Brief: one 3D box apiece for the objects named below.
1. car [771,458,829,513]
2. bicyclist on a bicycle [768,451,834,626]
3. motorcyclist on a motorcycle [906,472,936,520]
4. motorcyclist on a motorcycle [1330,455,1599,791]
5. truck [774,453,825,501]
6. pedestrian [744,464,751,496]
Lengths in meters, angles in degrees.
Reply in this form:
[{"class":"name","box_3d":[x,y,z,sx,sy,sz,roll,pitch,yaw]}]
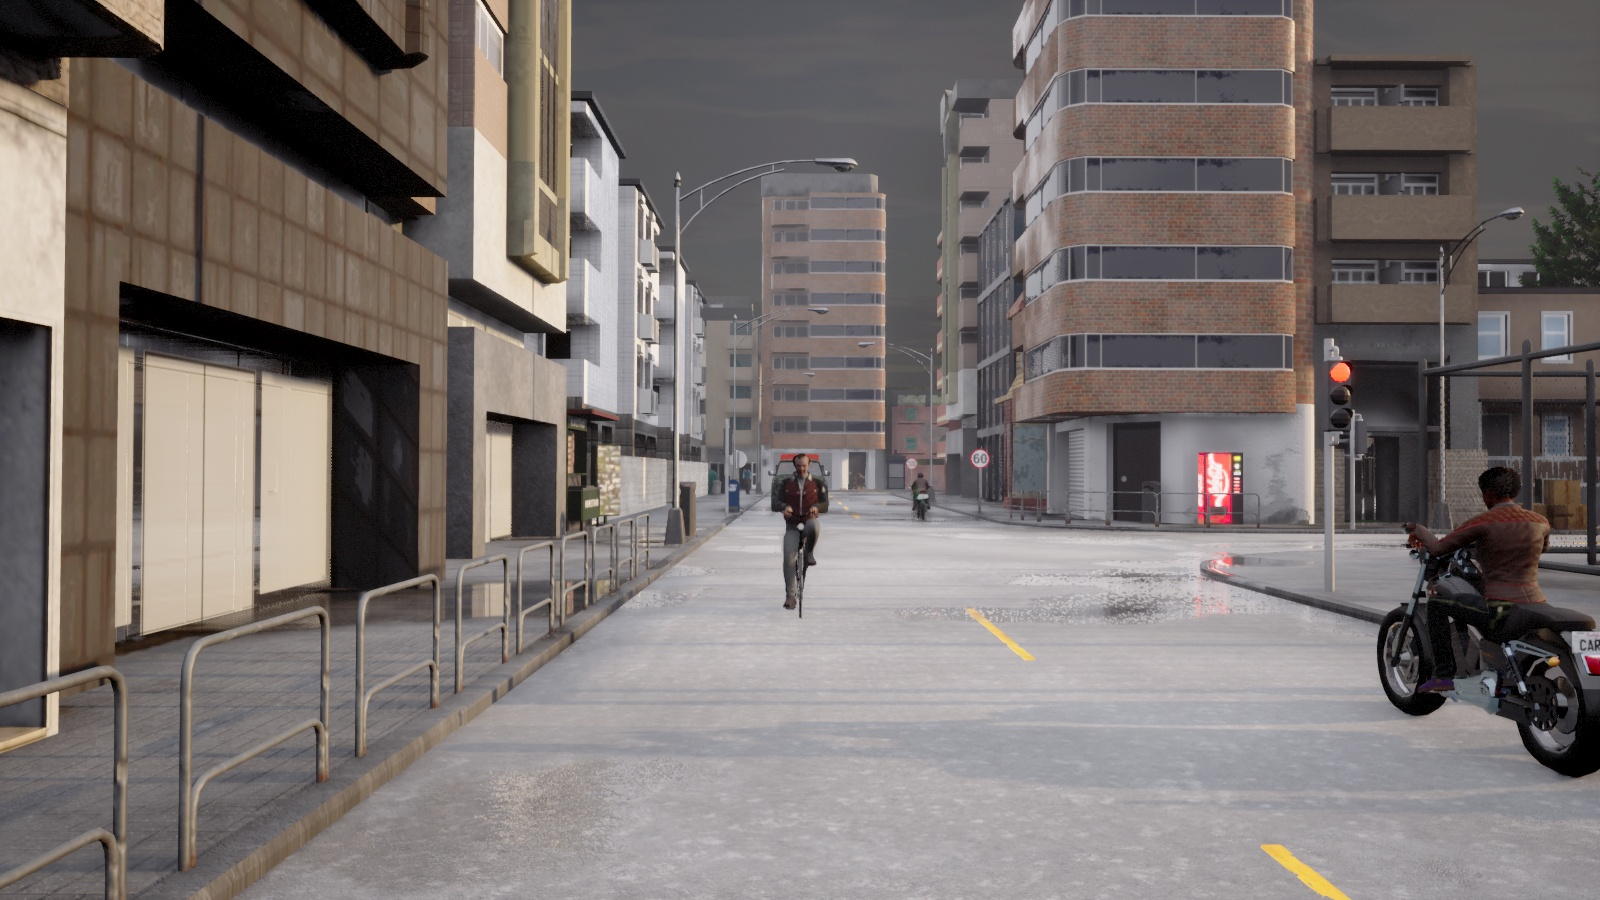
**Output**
[{"class":"car","box_3d":[-0.029,1.368,49.796,2.150,2.045,5.566,0,-1,-1]},{"class":"bicyclist on a bicycle","box_3d":[0.016,0.914,13.665,0.659,1.776,1.843,0,-1,0]},{"class":"motorcyclist on a motorcycle","box_3d":[3.924,1.465,40.855,0.797,1.523,2.044,0,-1,0]},{"class":"motorcyclist on a motorcycle","box_3d":[3.999,0.872,7.367,0.766,1.649,2.350,0,-1,0]},{"class":"truck","box_3d":[-0.009,1.456,67.330,2.627,2.467,5.204,0,-1,0]},{"class":"pedestrian","box_3d":[-3.169,1.816,76.383,0.396,1.930,0.692,0,-1,-5]}]
